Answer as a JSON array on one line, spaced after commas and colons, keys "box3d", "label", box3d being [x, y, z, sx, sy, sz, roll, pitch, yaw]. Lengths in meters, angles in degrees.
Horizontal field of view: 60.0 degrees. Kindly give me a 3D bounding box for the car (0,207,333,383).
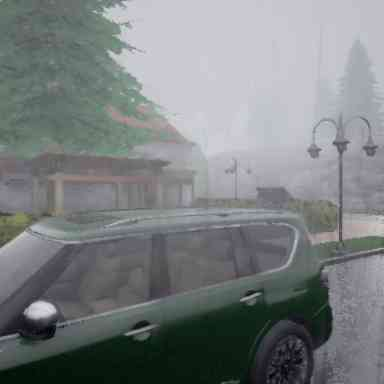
[{"box3d": [-0.875, 1.223, 3.368, 5.566, 2.045, 2.150, 0, 0, -35], "label": "car"}]
